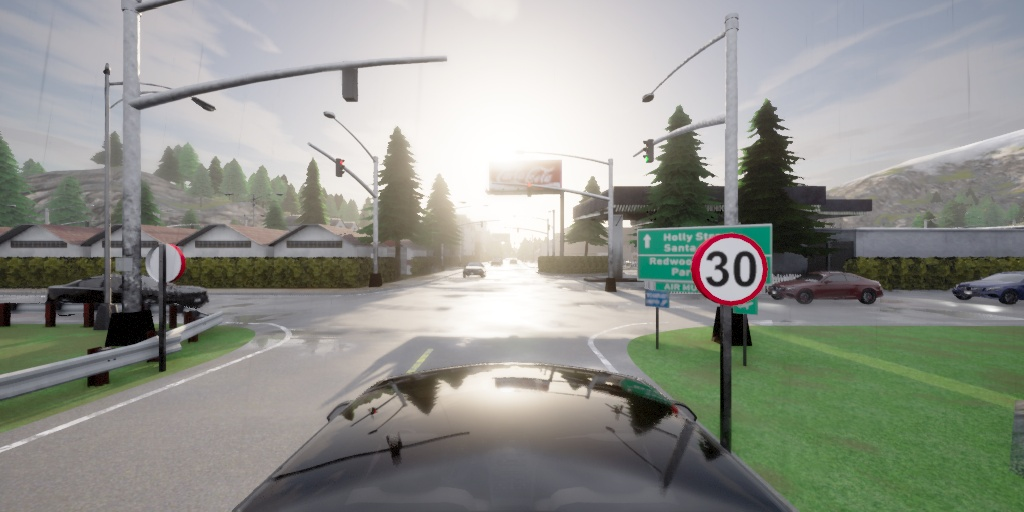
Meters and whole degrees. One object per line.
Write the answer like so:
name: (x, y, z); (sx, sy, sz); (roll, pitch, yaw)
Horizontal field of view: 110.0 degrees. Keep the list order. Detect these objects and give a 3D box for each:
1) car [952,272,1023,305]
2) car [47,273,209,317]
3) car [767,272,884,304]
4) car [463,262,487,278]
car: (23.931, 1.467, 16.947); (4.674, 1.442, 1.812); (0, 0, 1)
car: (-14.463, 1.419, 13.681); (5.008, 1.535, 1.882); (0, 0, 1)
car: (14.797, 1.467, 17.039); (4.674, 1.442, 1.812); (0, 0, 0)
car: (-3.469, 1.291, 33.817); (1.812, 1.442, 4.674); (1, -1, 0)
